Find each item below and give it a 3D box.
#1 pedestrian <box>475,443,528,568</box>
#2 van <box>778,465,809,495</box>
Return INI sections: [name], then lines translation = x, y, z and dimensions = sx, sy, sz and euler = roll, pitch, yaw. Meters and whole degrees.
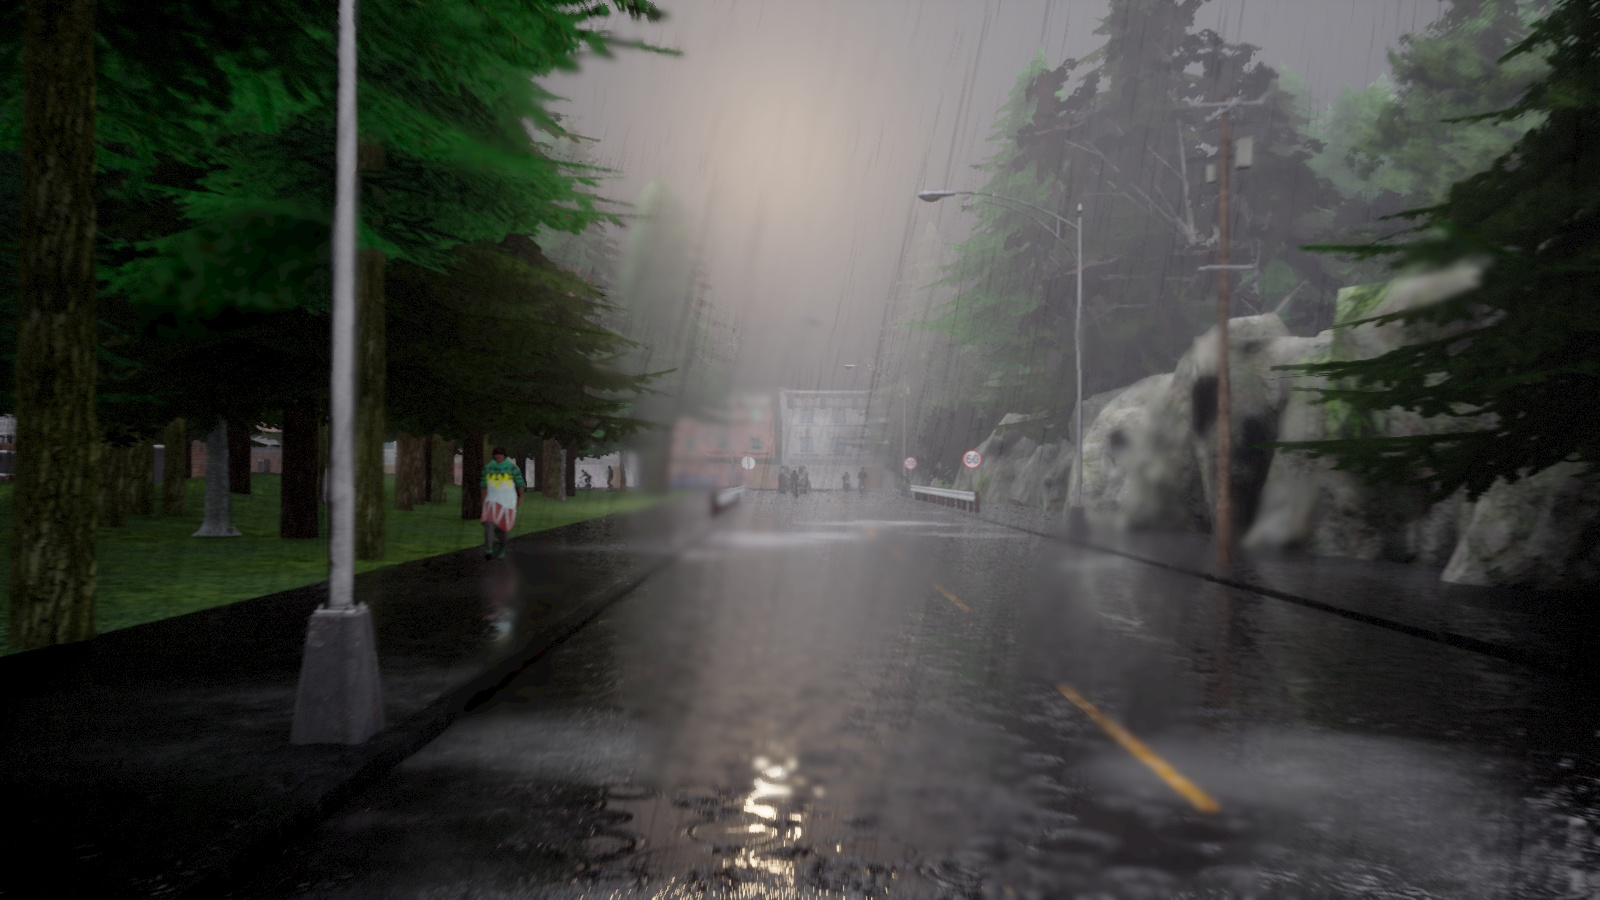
[pedestrian]
translation = -4.779, 0.879, 20.118
dimensions = 0.659, 1.952, 0.873
euler = 0, -1, -1
[van]
translation = -0.438, 1.998, 85.688
dimensions = 1.775, 1.987, 4.442
euler = 0, -1, -5
